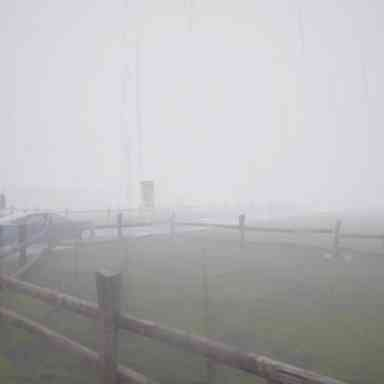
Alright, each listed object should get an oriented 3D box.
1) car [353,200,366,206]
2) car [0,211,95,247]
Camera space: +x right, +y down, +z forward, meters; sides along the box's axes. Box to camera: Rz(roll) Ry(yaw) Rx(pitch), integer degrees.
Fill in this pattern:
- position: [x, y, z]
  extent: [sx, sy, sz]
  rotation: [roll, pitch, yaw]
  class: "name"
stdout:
- position: [42.390, 2.798, 85.076]
  extent: [2.128, 1.511, 4.902]
  rotation: [-1, -1, 35]
  class: "car"
- position: [-6.698, 1.602, 14.913]
  extent: [1.882, 1.535, 5.008]
  rotation: [-1, -1, 35]
  class: "car"
